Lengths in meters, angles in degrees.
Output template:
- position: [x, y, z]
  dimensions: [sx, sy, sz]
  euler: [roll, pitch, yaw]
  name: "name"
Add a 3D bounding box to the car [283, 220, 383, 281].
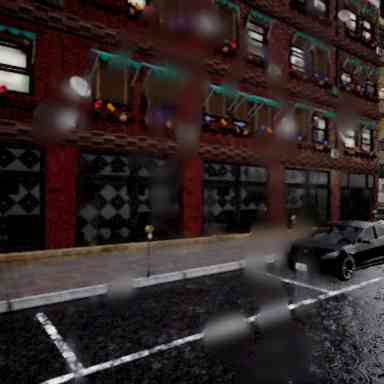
- position: [4.591, 1.547, 9.820]
  dimensions: [4.313, 1.339, 1.947]
  euler: [0, 1, -35]
  name: "car"
